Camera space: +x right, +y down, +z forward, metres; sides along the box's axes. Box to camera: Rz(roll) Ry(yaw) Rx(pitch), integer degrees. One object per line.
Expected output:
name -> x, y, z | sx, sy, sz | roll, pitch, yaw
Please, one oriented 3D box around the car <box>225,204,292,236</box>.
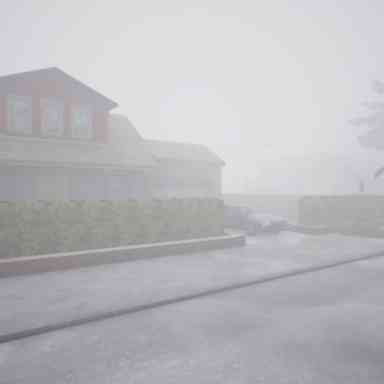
car -> 2.538, 1.346, 17.212 | 2.033, 1.415, 5.357 | 0, 0, -33
